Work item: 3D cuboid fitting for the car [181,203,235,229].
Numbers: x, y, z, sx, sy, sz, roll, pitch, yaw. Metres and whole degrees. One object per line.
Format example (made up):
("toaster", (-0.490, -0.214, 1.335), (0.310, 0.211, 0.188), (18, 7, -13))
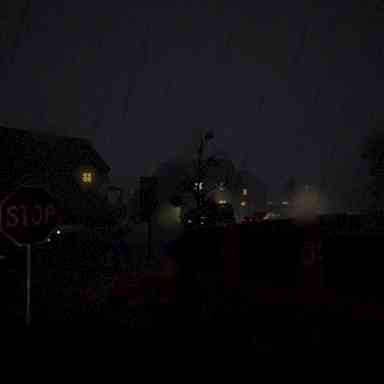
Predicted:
("car", (1.420, 1.892, 26.544), (2.150, 2.045, 5.566), (1, -1, 35))

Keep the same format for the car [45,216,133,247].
("car", (-5.309, 1.933, 16.997), (1.895, 1.301, 4.718), (1, -1, 35))

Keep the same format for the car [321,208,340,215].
("car", (20.050, 3.049, 47.908), (2.128, 1.511, 4.902), (1, -1, 35))

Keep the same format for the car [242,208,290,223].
("car", (6.119, 2.372, 28.111), (2.033, 1.411, 5.357), (1, -1, 35))

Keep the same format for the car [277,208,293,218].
("car", (10.361, 2.622, 39.196), (2.128, 1.511, 4.902), (1, -1, 35))
